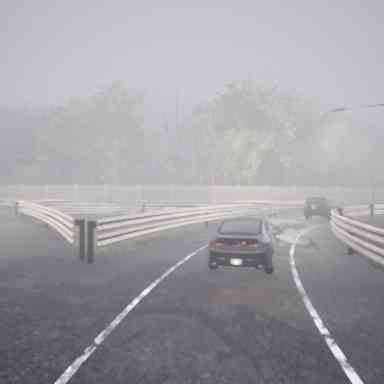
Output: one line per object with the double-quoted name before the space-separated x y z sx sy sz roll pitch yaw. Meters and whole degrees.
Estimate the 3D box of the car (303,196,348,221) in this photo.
"car" 11.869 1.407 29.381 2.150 2.045 5.566 0 -1 44

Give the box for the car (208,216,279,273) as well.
"car" 1.799 1.560 11.028 1.837 1.490 4.892 0 0 15
